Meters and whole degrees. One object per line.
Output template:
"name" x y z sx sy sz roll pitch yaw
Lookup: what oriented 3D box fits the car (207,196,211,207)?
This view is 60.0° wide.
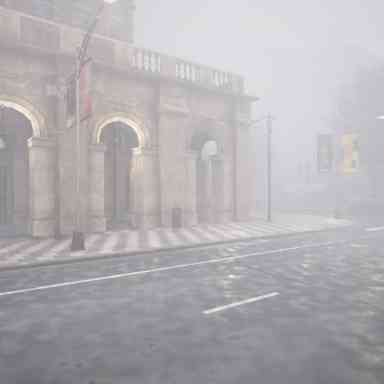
"car" 1.169 1.595 46.040 1.895 1.301 4.718 0 0 -36

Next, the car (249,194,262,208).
"car" 7.624 1.221 48.457 2.150 2.045 5.566 0 0 -35

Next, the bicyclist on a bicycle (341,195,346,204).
"bicyclist on a bicycle" 25.798 1.300 56.543 1.656 1.620 0.582 0 0 -36

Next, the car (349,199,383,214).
"car" 18.491 1.505 33.612 1.837 1.490 4.892 0 0 -39
